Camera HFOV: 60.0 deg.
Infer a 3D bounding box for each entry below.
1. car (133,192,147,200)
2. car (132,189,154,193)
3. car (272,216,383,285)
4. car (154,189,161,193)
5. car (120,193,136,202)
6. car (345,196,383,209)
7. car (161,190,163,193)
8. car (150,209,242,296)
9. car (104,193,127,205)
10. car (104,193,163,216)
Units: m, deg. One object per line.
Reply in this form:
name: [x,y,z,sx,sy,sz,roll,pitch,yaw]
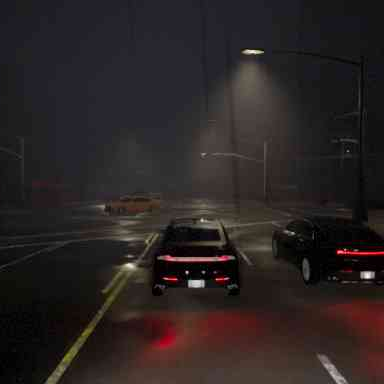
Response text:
car: [-10.699,0.800,68.690,2.128,1.511,4.902,0,0,0]
car: [-7.191,0.620,47.450,2.150,2.045,5.566,0,0,1]
car: [3.578,1.414,9.209,1.837,1.490,4.892,0,1,0]
car: [-7.216,0.564,57.484,2.150,2.045,5.566,0,0,0]
car: [-10.722,0.873,56.049,1.812,1.442,4.674,0,0,0]
car: [17.677,1.093,33.442,4.181,1.385,1.994,0,1,0]
car: [-7.199,0.529,68.979,2.150,2.045,5.566,0,0,0]
car: [0.074,1.408,8.413,2.128,1.511,4.902,0,1,0]
car: [-10.702,0.891,46.785,2.128,1.511,4.902,0,0,0]
car: [-4.934,1.108,28.018,5.008,1.535,1.882,-1,1,-41]
